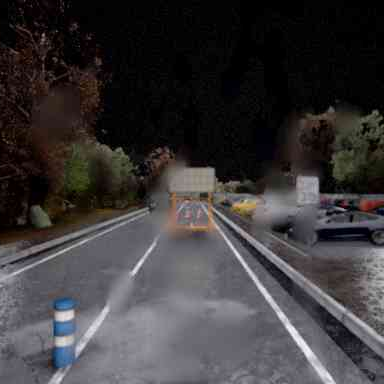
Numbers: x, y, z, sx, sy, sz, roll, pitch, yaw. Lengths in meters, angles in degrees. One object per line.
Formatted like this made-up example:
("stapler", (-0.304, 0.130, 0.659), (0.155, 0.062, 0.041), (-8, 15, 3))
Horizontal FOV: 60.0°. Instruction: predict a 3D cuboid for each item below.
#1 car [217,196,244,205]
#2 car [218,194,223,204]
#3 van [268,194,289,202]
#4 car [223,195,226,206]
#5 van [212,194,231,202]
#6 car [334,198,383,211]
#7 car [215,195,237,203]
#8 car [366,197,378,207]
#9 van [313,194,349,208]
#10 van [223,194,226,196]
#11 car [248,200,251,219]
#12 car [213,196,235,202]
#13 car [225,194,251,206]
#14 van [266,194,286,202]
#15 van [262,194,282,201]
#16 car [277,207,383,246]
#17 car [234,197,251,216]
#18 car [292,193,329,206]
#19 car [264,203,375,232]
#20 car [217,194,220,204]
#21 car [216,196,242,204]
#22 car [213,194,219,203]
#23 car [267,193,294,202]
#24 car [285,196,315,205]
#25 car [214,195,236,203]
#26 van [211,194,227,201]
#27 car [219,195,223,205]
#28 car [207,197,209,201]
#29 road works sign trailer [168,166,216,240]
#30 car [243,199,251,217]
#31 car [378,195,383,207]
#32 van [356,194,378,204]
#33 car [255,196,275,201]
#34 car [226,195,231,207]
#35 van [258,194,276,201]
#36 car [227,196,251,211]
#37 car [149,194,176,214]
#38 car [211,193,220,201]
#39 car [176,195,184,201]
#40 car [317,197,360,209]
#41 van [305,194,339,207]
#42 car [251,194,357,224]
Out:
("car", (7.203, 1.561, 62.663), (4.892, 1.521, 2.231), (0, 0, 0))
("car", (7.097, 1.558, 54.335), (4.792, 1.488, 2.163), (0, 0, 0))
("van", (20.532, 1.389, 79.197), (4.442, 1.987, 1.878), (0, 0, 0))
("car", (7.086, 1.527, 46.006), (4.792, 1.488, 2.163), (0, 0, 0))
("van", (7.243, 1.407, 82.097), (4.442, 1.987, 1.878), (0, 0, 0))
("car", (20.118, 1.507, 40.293), (4.792, 1.488, 2.163), (0, 0, 0))
("car", (7.235, 1.466, 70.992), (4.553, 1.767, 2.185), (0, 0, 0))
("car", (19.991, 1.528, 31.989), (4.792, 1.488, 2.163), (0, 0, 0))
("van", (20.275, 1.274, 48.600), (4.442, 1.987, 1.878), (0, 0, 0))
("van", (7.197, 1.282, 48.783), (4.442, 1.987, 1.878), (0, 0, 0))
("car", (7.056, 1.545, 23.807), (5.366, 1.575, 1.946), (0, 0, 0))
("car", (7.307, 1.612, 76.544), (5.008, 1.535, 2.097), (0, 0, 0))
("car", (7.065, 1.364, 43.233), (4.553, 1.767, 2.185), (0, 0, 0))
("van", (20.554, 1.399, 81.842), (4.442, 1.987, 1.878), (0, 0, 0))
("van", (20.345, 1.410, 84.747), (4.442, 1.987, 1.878), (0, -1, 0))
("car", (6.772, 1.618, 15.481), (4.792, 1.488, 2.163), (0, 0, 0))
("car", (6.732, 1.517, 29.362), (5.366, 1.575, 1.946), (0, 0, 0))
("car", (20.200, 1.280, 56.911), (5.566, 2.045, 2.435), (0, 0, 0))
("car", (6.830, 1.575, 18.257), (5.008, 1.535, 2.097), (0, 0, 0))
("car", (7.121, 1.569, 57.111), (4.792, 1.488, 2.163), (0, 0, 0))
("car", (7.213, 1.572, 65.439), (4.892, 1.521, 2.231), (0, 0, 0))
("car", (6.988, 1.547, 59.889), (5.366, 1.575, 1.946), (0, 0, 0))
("car", (20.364, 1.353, 76.428), (5.566, 2.045, 2.435), (0, 0, 0))
("car", (20.269, 1.552, 62.451), (5.008, 1.535, 2.097), (0, 0, 0))
("car", (7.258, 1.476, 73.768), (4.553, 1.767, 2.185), (0, 0, 0))
("van", (7.312, 1.513, 90.409), (4.442, 1.987, 1.878), (0, -1, 0))
("car", (7.074, 1.548, 51.559), (4.792, 1.488, 2.163), (0, 0, 0))
("car", (7.411, 1.392, 84.872), (5.566, 2.045, 2.435), (0, 0, 0))
("road works sign trailer", (-0.012, 0.460, 16.910), (2.380, 3.560, 2.880), (0, 0, 0))
("car", (6.900, 1.535, 26.585), (4.892, 1.521, 2.231), (0, 0, 0))
("car", (20.025, 1.261, 29.218), (5.566, 2.045, 2.435), (0, 0, 0))
("van", (20.160, 1.261, 34.881), (4.442, 1.987, 1.878), (0, 0, 0))
("car", (20.346, 1.779, 92.901), (5.366, 1.575, 1.946), (0, -1, 0))
("car", (7.004, 1.487, 40.454), (4.892, 1.521, 2.231), (0, 0, 0))
("van", (20.390, 1.502, 90.137), (4.442, 1.987, 1.878), (0, -1, 0))
("car", (6.779, 1.492, 35.035), (5.366, 1.575, 1.946), (0, 0, 0))
("car", (-3.307, 1.225, 36.196), (2.150, 2.045, 5.566), (0, 0, 0))
("car", (7.057, 1.578, 68.217), (5.366, 1.575, 1.946), (0, 0, 0))
("car", (-2.977, 1.471, 77.880), (1.994, 1.385, 4.181), (0, 0, 0))
("car", (20.141, 1.489, 45.831), (5.008, 1.535, 2.097), (0, 0, 0))
("van", (20.065, 1.285, 51.372), (4.442, 1.987, 1.878), (0, 0, 0))
("car", (6.876, 1.310, 21.031), (5.566, 2.045, 2.435), (0, 0, 0))
